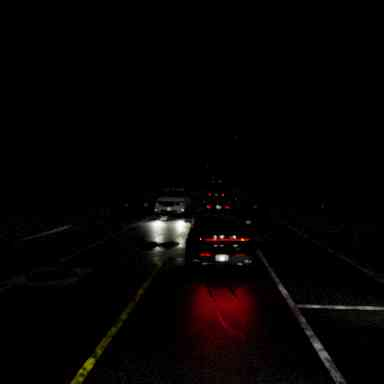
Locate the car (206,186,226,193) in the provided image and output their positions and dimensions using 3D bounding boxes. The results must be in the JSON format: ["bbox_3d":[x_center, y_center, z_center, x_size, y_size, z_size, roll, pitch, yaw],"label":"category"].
[{"bbox_3d":[2.880,0.423,39.493,2.150,2.045,5.566,0,1,4],"label":"car"}]

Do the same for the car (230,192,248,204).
[{"bbox_3d":[5.810,0.707,41.793,1.887,1.381,4.507,-1,1,4],"label":"car"}]

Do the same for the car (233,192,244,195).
[{"bbox_3d":[4.986,0.926,30.816,1.887,1.381,4.507,-1,1,4],"label":"car"}]

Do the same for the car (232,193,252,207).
[{"bbox_3d":[5.398,0.816,36.305,1.887,1.381,4.507,-1,1,4],"label":"car"}]

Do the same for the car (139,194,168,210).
[{"bbox_3d":[-3.515,0.912,31.454,1.947,1.339,4.313,-1,1,4],"label":"car"}]

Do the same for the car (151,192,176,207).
[{"bbox_3d":[-3.103,0.787,36.943,2.008,1.369,4.403,-1,1,4],"label":"car"}]

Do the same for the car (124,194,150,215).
[{"bbox_3d":[-3.928,0.896,25.963,1.967,1.590,4.097,-1,1,4],"label":"car"}]

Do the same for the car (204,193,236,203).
[{"bbox_3d":[1.896,1.038,24.986,2.033,1.411,5.357,0,1,3],"label":"car"}]

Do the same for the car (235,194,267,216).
[{"bbox_3d":[4.574,1.057,25.328,1.947,1.339,4.313,-1,1,4],"label":"car"}]

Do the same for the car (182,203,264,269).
[{"bbox_3d":[0.818,1.290,10.366,1.837,1.490,4.892,0,1,2],"label":"car"}]

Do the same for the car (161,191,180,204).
[{"bbox_3d":[-2.690,0.671,42.431,1.887,1.381,4.507,-1,1,4],"label":"car"}]

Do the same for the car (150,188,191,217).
[{"bbox_3d":[-1.328,0.708,24.794,2.150,2.045,5.566,0,1,4],"label":"car"}]
